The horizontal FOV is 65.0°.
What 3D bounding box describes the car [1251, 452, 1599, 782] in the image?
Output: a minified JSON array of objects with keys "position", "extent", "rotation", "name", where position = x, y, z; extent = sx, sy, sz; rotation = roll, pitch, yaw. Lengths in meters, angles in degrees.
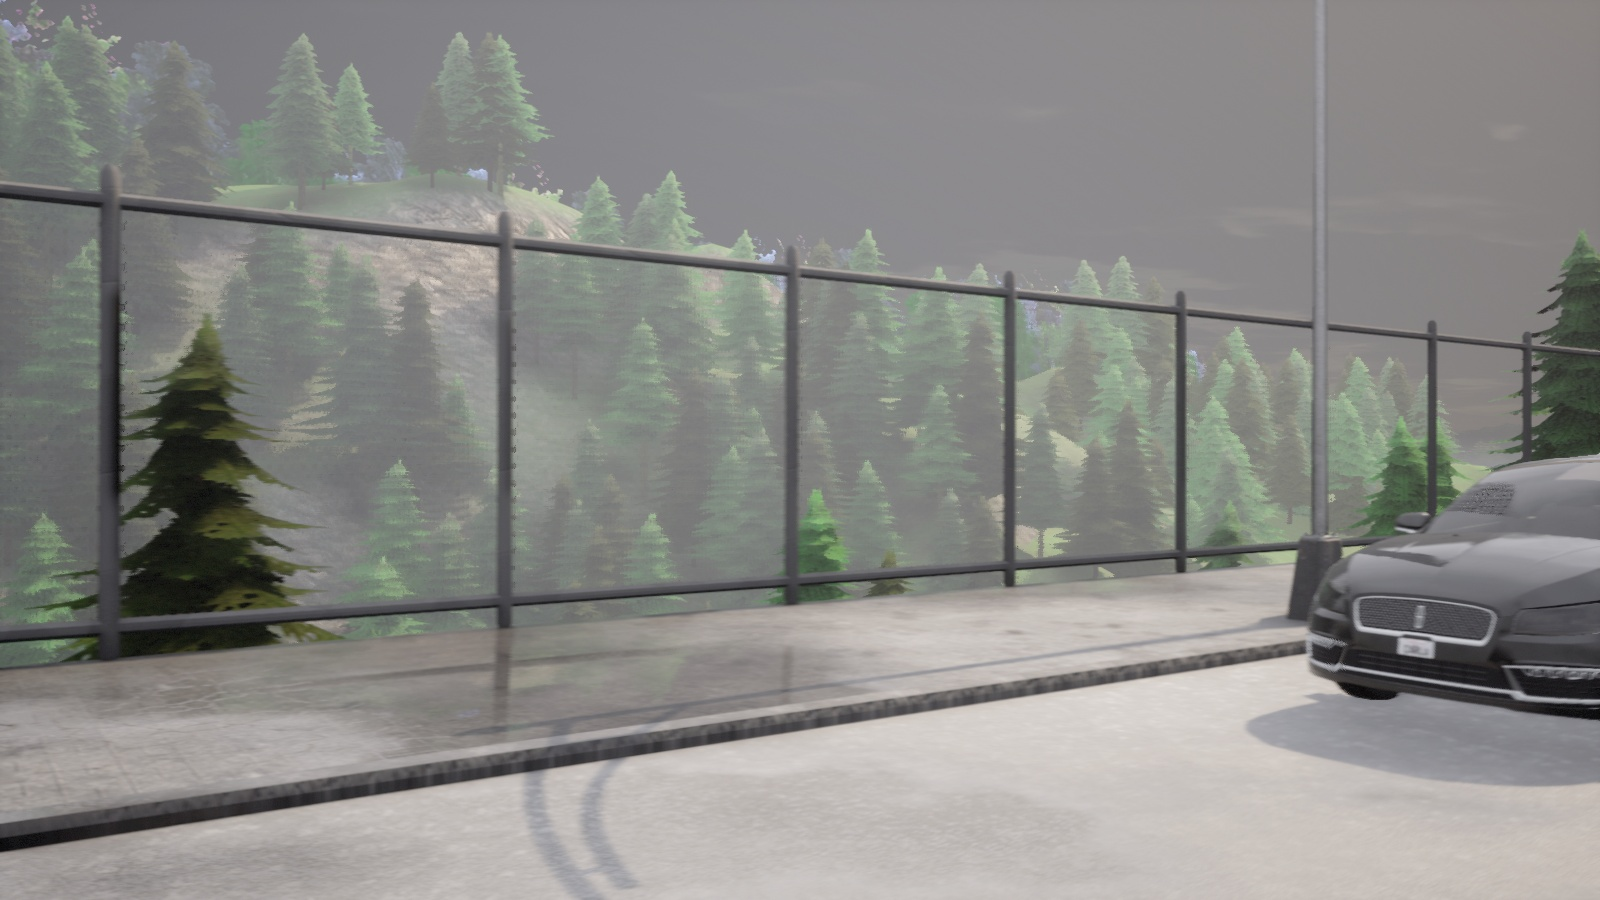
[{"position":[5.111,0.758,7.825],"extent":[4.892,1.490,1.837],"rotation":[0,0,-35],"name":"car"}]
